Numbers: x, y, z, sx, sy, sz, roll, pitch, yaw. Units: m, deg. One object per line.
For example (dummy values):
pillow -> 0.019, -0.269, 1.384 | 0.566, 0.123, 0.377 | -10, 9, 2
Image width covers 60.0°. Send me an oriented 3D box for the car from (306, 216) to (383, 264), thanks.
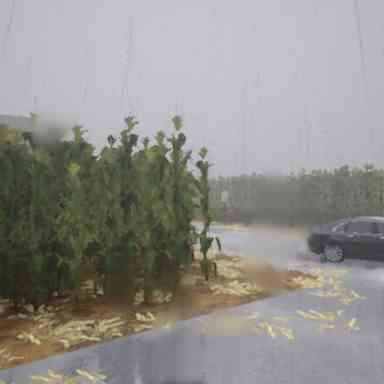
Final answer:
car -> 6.240, 1.577, 10.714 | 4.892, 1.490, 1.837 | -1, 0, 35
